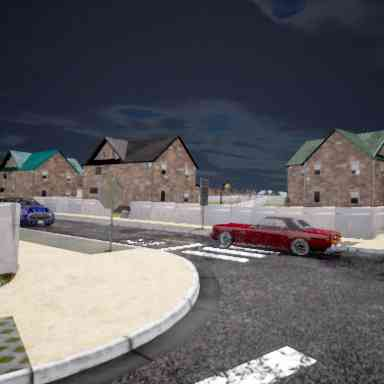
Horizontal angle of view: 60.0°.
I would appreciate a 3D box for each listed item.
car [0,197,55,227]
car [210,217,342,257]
[{"bbox_3d":[-10.273,1.097,20.131,4.553,1.767,2.097,1,-2,38],"label":"car"},{"bbox_3d":[3.086,1.597,12.829,4.718,1.301,1.895,1,-2,35],"label":"car"}]
